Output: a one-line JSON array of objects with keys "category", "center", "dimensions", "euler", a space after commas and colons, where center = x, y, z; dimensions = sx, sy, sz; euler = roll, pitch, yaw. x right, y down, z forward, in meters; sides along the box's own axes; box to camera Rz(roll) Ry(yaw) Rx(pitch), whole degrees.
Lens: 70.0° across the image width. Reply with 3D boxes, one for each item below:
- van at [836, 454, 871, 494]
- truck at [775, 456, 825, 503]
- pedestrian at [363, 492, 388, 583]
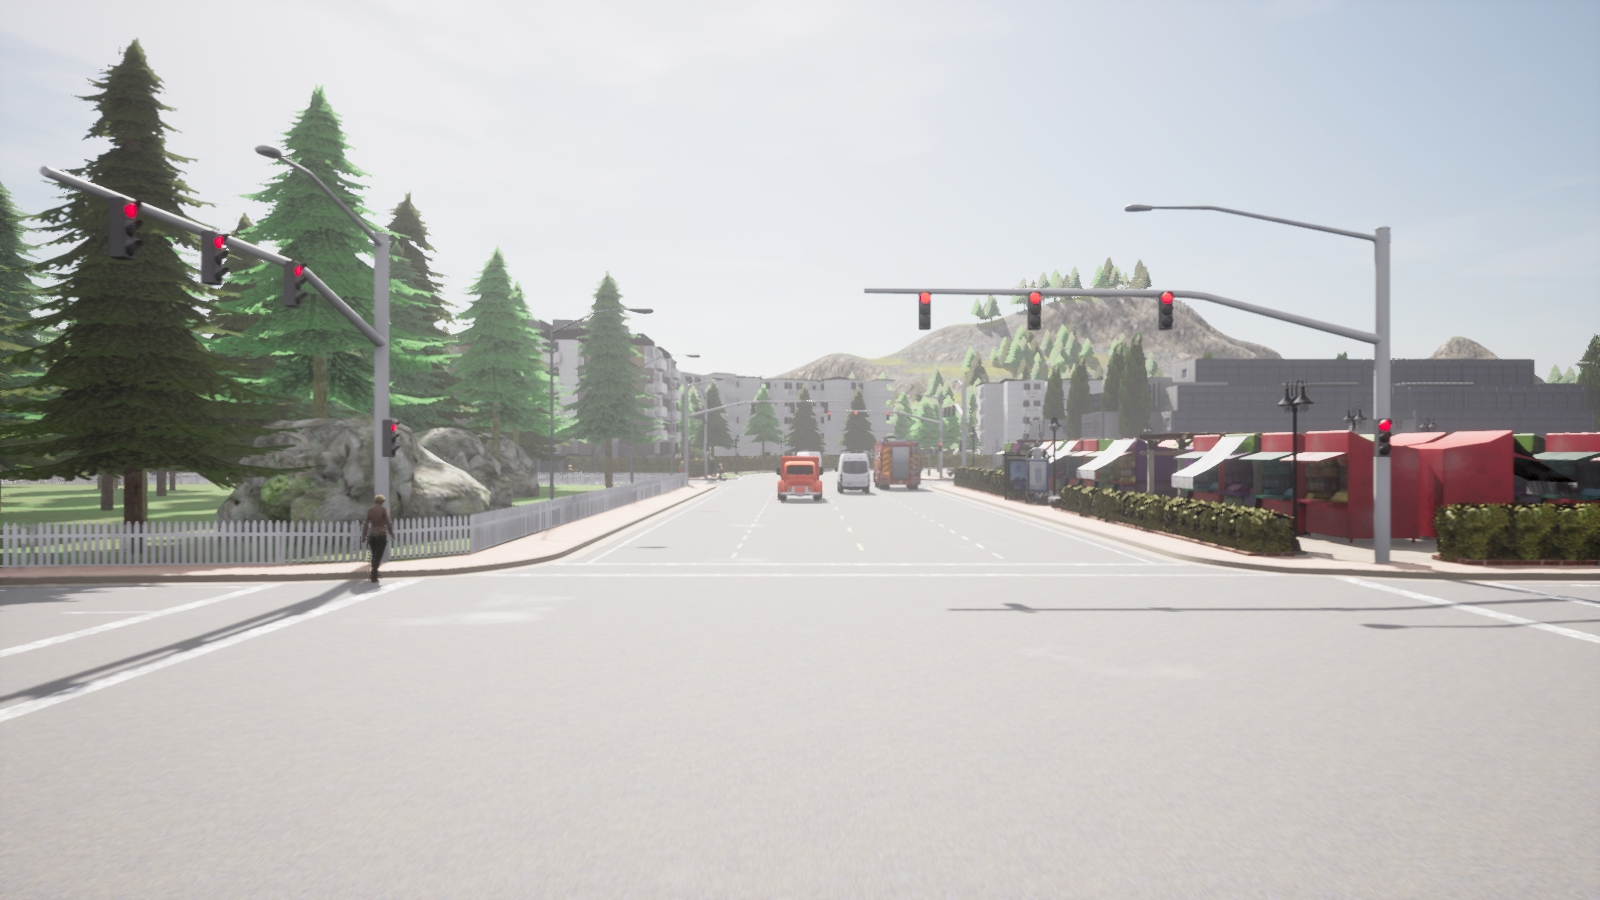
[{"category": "van", "center": [3.498, 1.536, 75.430], "dimensions": [1.988, 2.561, 5.915], "euler": [0, 0, 0]}, {"category": "truck", "center": [-0.004, 1.569, 63.095], "dimensions": [2.627, 2.467, 5.204], "euler": [0, 0, 0]}, {"category": "pedestrian", "center": [-8.762, 1.799, 23.586], "dimensions": [0.375, 1.860, 0.375], "euler": [0, 0, 3]}]
